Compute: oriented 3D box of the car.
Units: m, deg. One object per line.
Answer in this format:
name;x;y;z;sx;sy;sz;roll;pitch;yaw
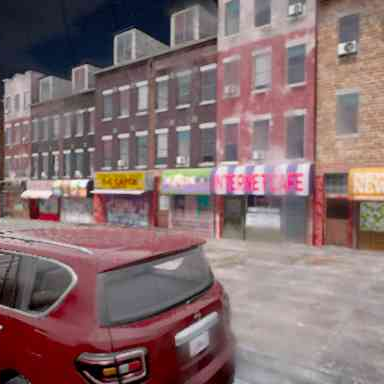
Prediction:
car;-1.880;1.345;4.129;5.009;1.841;2.192;-1;1;36
